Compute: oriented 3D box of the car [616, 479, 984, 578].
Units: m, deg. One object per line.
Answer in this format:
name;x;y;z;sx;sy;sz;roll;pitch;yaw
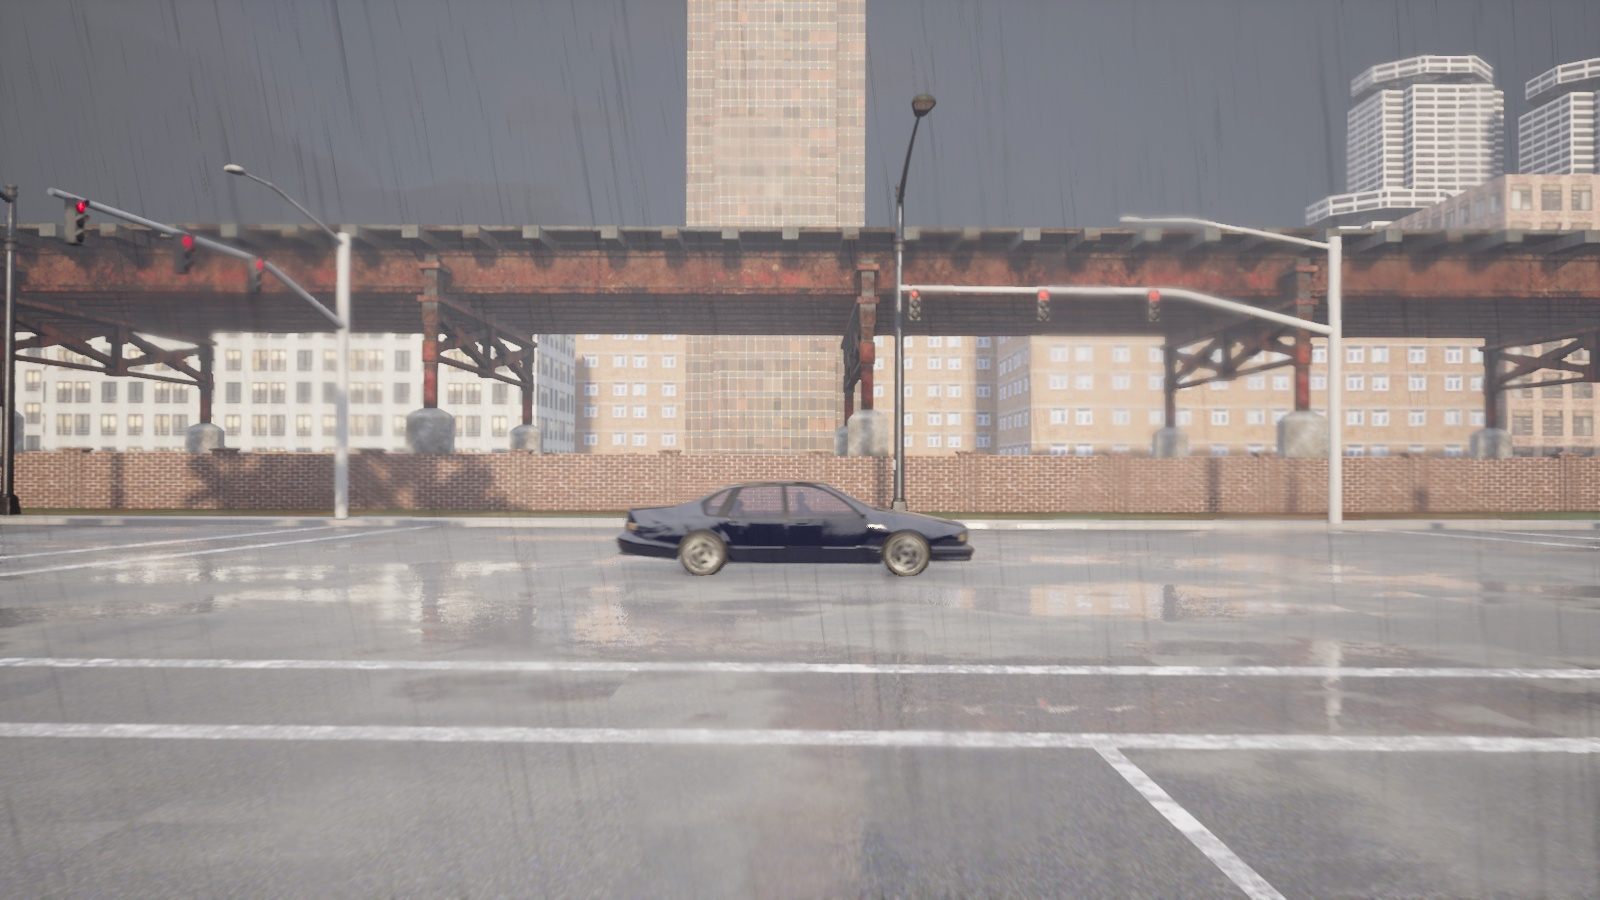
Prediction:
car;0.017;1.174;19.329;5.357;1.411;2.033;0;-1;1
